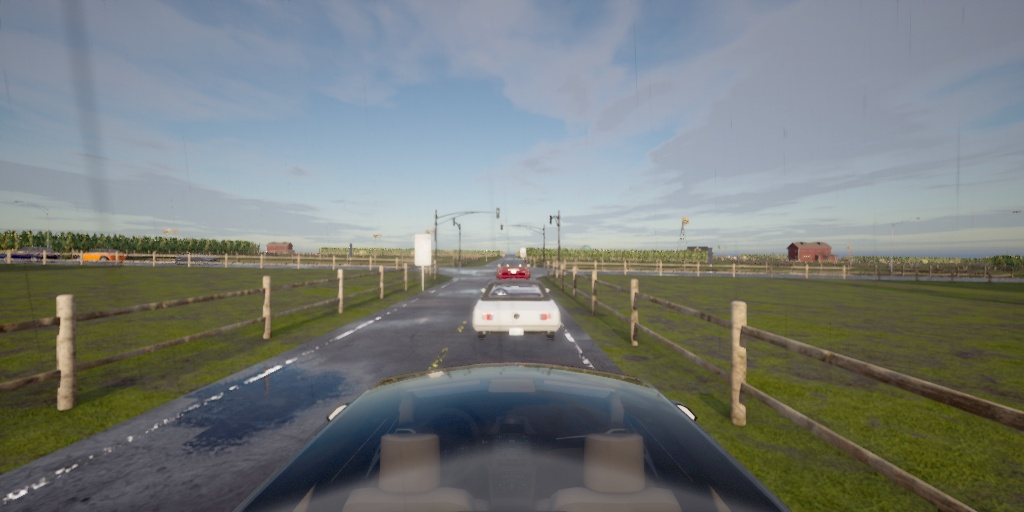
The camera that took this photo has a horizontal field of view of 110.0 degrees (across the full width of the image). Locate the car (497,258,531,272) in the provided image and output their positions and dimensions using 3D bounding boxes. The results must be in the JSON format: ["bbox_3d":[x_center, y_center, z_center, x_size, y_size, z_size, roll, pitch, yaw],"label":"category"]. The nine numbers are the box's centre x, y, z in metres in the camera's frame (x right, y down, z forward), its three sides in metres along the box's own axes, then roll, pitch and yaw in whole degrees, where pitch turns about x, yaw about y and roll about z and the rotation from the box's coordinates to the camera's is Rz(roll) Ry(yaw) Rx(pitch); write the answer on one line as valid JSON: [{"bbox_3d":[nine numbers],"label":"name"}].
[{"bbox_3d":[0.125,0.939,23.226,2.097,1.767,4.553,0,0,1],"label":"car"}]

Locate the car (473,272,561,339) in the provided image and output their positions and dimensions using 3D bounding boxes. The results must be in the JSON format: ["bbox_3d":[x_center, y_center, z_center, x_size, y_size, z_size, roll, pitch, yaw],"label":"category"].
[{"bbox_3d":[0.098,1.289,9.774,1.895,1.301,4.718,0,0,0],"label":"car"}]

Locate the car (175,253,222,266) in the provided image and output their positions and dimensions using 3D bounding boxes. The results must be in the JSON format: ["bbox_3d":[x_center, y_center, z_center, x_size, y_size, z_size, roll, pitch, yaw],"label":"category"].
[{"bbox_3d":[-35.575,0.384,40.780,4.181,1.385,1.994,1,0,0],"label":"car"}]
